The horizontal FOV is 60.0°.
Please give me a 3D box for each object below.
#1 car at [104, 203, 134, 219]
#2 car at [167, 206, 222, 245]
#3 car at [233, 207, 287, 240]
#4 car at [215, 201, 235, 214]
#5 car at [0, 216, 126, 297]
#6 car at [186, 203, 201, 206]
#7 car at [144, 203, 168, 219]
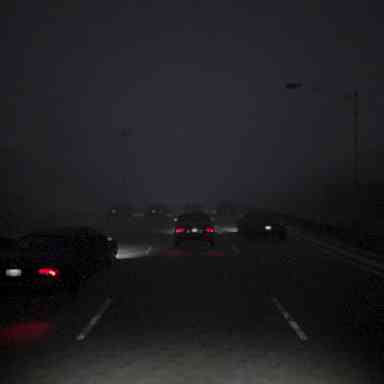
[{"bbox_3d":[-6.834,1.748,31.623,2.033,1.411,5.357,0,0,0],"label":"car"},{"bbox_3d":[0.112,1.650,16.183,2.033,1.411,5.357,0,0,0],"label":"car"},{"bbox_3d":[3.613,1.677,17.756,1.994,1.385,4.181,0,0,0],"label":"car"},{"bbox_3d":[3.690,1.725,36.926,2.128,1.511,4.902,0,0,0],"label":"car"},{"bbox_3d":[-3.396,1.605,8.876,2.033,1.411,5.357,0,0,0],"label":"car"},{"bbox_3d":[0.186,1.825,35.380,1.895,1.301,4.718,0,0,0],"label":"car"},{"bbox_3d":[-3.334,1.748,31.621,2.033,1.411,5.357,0,0,0],"label":"car"}]
